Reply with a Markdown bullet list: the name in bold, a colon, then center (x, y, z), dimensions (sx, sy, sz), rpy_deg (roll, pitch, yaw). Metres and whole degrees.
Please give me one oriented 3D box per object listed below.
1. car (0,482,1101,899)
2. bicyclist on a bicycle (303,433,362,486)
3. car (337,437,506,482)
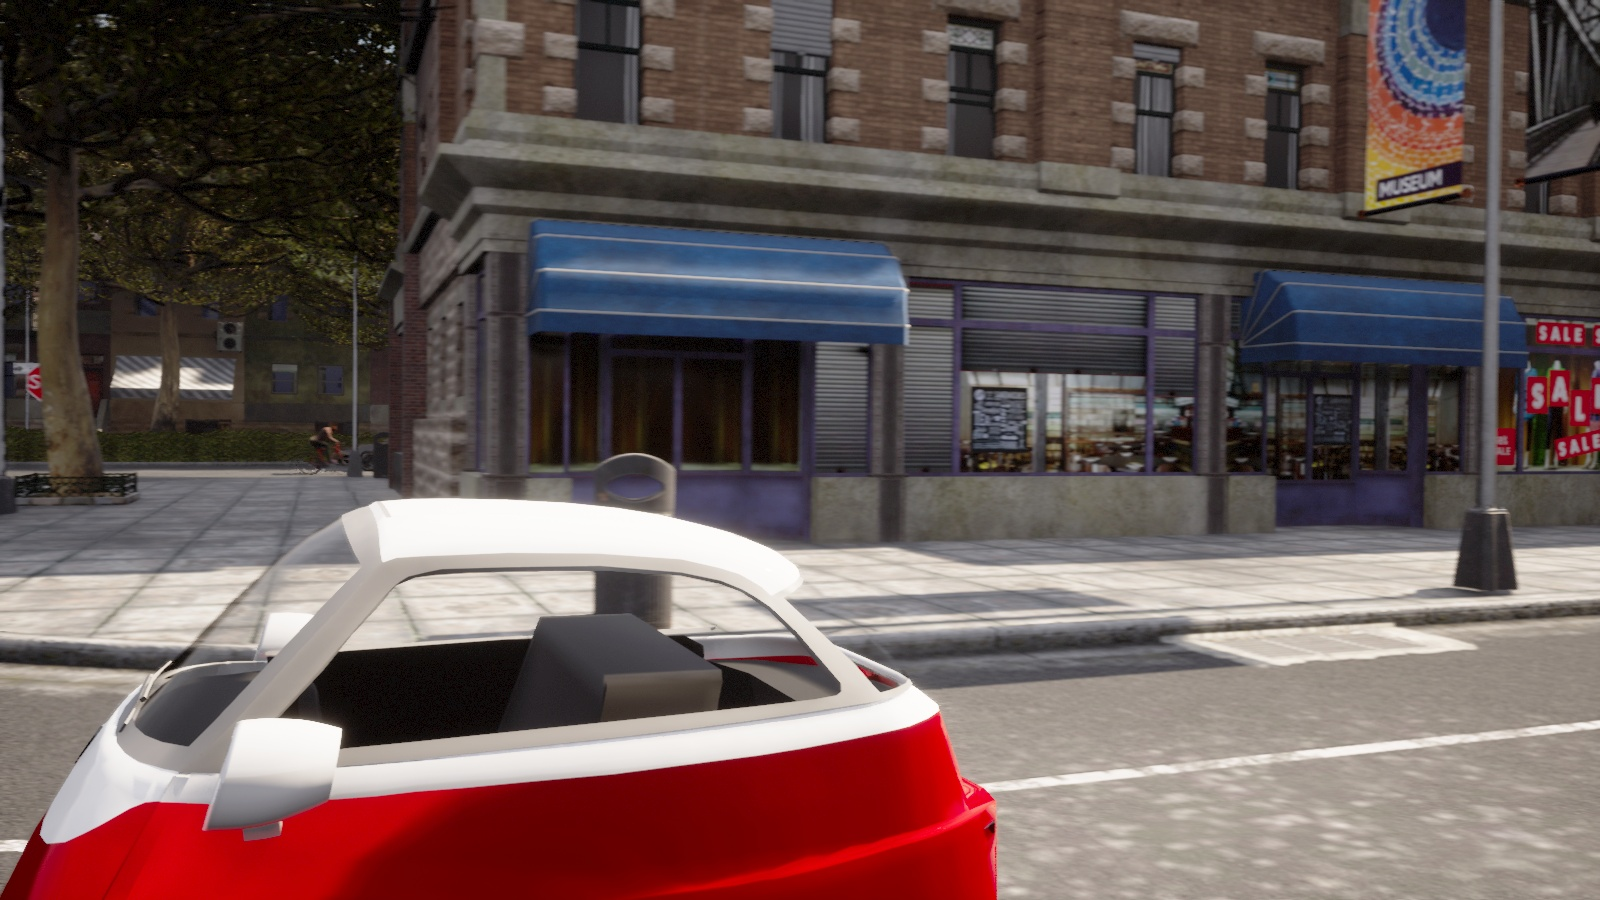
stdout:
- **car**: center (-0.649, 0.811, 2.994), dimensions (2.207, 1.376, 1.481), rpy_deg (-1, 1, -21)
- **bicyclist on a bicycle**: center (-14.319, 0.280, 38.467), dimensions (1.656, 1.620, 0.582), rpy_deg (-1, 1, -21)
- **car**: center (-12.884, 0.289, 42.761), dimensions (5.357, 1.411, 2.033), rpy_deg (-1, 1, -21)
